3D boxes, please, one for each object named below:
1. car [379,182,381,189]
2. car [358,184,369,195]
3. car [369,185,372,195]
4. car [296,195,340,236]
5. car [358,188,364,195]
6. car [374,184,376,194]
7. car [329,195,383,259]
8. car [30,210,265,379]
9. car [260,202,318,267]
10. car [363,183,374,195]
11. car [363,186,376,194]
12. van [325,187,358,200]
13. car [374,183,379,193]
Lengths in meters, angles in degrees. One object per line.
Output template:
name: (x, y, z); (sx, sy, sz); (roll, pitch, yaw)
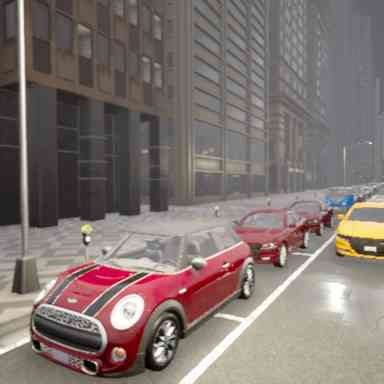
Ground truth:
car: (34.007, -0.830, 63.140); (2.192, 1.841, 5.009); (1, 2, 31)
car: (16.767, 0.283, 34.308); (1.967, 1.590, 4.097); (1, 2, 31)
car: (19.641, 0.244, 39.118); (1.947, 1.339, 4.313); (1, 2, 31)
car: (5.275, 1.049, 15.088); (1.887, 1.381, 4.507); (1, 2, 31)
car: (13.895, 0.590, 29.507); (1.802, 1.307, 4.206); (1, 2, 31)
car: (25.388, -0.086, 48.730); (1.947, 1.339, 4.313); (1, 2, 31)
car: (5.947, 1.104, 10.833); (1.882, 1.535, 5.008); (1, 3, 31)
car: (-0.473, 1.275, 5.473); (1.967, 1.590, 4.097); (1, 2, 31)
car: (2.401, 1.214, 10.282); (1.887, 1.381, 4.507); (1, 2, 31)
car: (22.514, -0.047, 43.920); (1.967, 1.590, 4.097); (1, 2, 31)
car: (31.134, -0.399, 58.342); (1.802, 1.307, 4.206); (1, 2, 31)
van: (11.020, 0.515, 24.694); (1.690, 1.788, 3.998); (1, 2, 31)
car: (28.260, -0.502, 53.528); (2.192, 1.841, 5.009); (1, 2, 31)
